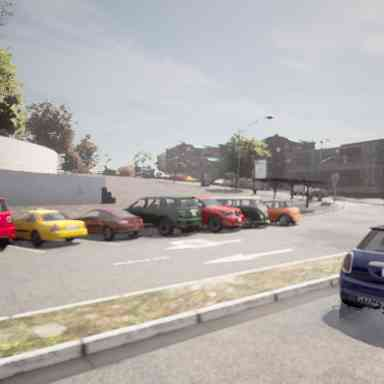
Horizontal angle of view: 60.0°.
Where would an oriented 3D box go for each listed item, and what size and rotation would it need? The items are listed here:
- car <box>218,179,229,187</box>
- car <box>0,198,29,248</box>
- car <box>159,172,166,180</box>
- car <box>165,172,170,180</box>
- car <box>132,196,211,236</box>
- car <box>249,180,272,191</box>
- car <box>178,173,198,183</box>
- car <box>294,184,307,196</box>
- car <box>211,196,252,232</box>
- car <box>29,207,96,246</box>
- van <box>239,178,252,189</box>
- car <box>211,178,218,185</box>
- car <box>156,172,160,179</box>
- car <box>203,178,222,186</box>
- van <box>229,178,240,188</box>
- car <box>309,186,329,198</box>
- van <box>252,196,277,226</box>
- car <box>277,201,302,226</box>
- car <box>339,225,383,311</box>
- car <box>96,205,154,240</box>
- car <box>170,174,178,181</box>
[{"bbox_3d":[8.288,-1.805,69.767,1.946,1.575,5.366,7,3,35],"label":"car"},{"bbox_3d":[-9.434,1.240,13.507,5.566,2.045,2.435,-1,-1,35],"label":"car"},{"bbox_3d":[-5.773,-4.079,89.251,2.185,1.767,4.553,4,1,33],"label":"car"},{"bbox_3d":[-4.042,-3.844,86.781,2.185,1.767,4.553,6,3,34],"label":"car"},{"bbox_3d":[-2.082,1.258,18.722,5.566,2.045,2.435,-1,-1,35],"label":"car"},{"bbox_3d":[13.353,-0.984,62.204,2.231,1.521,4.892,7,3,35],"label":"car"},{"bbox_3d":[-0.395,-3.169,82.057,1.946,1.575,5.366,7,3,34],"label":"car"},{"bbox_3d":[18.566,-0.418,54.820,2.435,2.045,5.566,7,3,35],"label":"car"},{"bbox_3d":[0.431,1.263,20.428,5.566,2.045,2.435,-1,-1,35],"label":"car"},{"bbox_3d":[-7.115,1.496,15.335,5.366,1.575,1.946,-1,-1,35],"label":"car"},{"bbox_3d":[11.593,-1.483,64.566,1.878,1.987,4.442,7,4,35],"label":"van"},{"bbox_3d":[6.455,-2.036,72.087,2.002,1.452,4.674,7,3,35],"label":"car"},{"bbox_3d":[-7.545,-4.356,91.598,2.435,2.045,5.566,1,-1,34],"label":"car"},{"bbox_3d":[4.712,-2.310,74.549,2.002,1.452,4.674,7,3,35],"label":"car"},{"bbox_3d":[9.863,-1.757,67.037,1.878,1.987,4.442,7,4,35],"label":"van"},{"bbox_3d":[20.258,0.145,52.348,2.002,1.452,4.674,7,3,35],"label":"car"},{"bbox_3d":[2.969,1.294,22.099,4.442,1.987,1.878,-1,-1,35],"label":"van"},{"bbox_3d":[5.377,1.402,23.850,4.553,1.767,2.185,-1,-1,35],"label":"car"},{"bbox_3d":[5.002,1.367,6.668,4.553,1.767,2.097,0,0,-35],"label":"car"},{"bbox_3d":[-4.509,1.542,16.964,4.674,1.452,2.002,-1,-1,35],"label":"car"},{"bbox_3d":[-2.247,-3.692,84.316,2.435,2.045,5.566,7,3,34],"label":"car"}]
